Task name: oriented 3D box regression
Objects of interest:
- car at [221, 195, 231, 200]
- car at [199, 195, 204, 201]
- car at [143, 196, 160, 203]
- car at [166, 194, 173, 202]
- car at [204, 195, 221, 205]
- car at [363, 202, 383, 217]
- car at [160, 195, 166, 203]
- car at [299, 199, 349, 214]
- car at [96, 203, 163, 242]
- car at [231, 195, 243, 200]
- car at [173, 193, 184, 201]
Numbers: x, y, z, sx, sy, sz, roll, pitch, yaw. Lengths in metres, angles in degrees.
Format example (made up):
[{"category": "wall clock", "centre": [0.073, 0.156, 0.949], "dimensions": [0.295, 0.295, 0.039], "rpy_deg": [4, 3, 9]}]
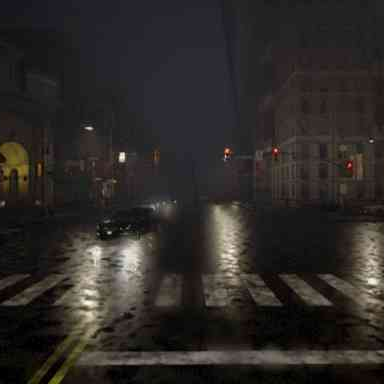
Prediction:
[{"category": "car", "centre": [8.264, 1.482, 94.484], "dimensions": [1.882, 1.535, 5.008], "rpy_deg": [0, 0, 38]}, {"category": "car", "centre": [3.314, 1.538, 85.495], "dimensions": [1.812, 1.442, 4.674], "rpy_deg": [0, 0, 22]}, {"category": "car", "centre": [-7.016, 1.610, 56.168], "dimensions": [1.895, 1.301, 4.718], "rpy_deg": [0, 0, 1]}, {"category": "car", "centre": [-6.444, 1.538, 75.958], "dimensions": [2.128, 1.511, 4.902], "rpy_deg": [0, 0, 7]}, {"category": "car", "centre": [3.630, 1.515, 60.218], "dimensions": [1.837, 1.490, 4.892], "rpy_deg": [0, 0, 0]}, {"category": "car", "centre": [18.338, 1.531, 30.676], "dimensions": [4.674, 1.442, 1.812], "rpy_deg": [0, 0, 0]}, {"category": "car", "centre": [-6.983, 1.502, 65.806], "dimensions": [2.128, 1.511, 4.902], "rpy_deg": [0, 0, 1]}, {"category": "car", "centre": [13.743, 1.498, 34.738], "dimensions": [4.902, 1.511, 2.128], "rpy_deg": [0, 0, 9]}, {"category": "car", "centre": [-2.953, 1.508, 16.607], "dimensions": [1.837, 1.490, 4.892], "rpy_deg": [-1, 0, 14]}, {"category": "car", "centre": [12.511, 1.516, 94.297], "dimensions": [1.837, 1.490, 4.892], "rpy_deg": [0, 0, 41]}, {"category": "car", "centre": [-3.971, 1.239, 86.023], "dimensions": [2.150, 2.045, 5.566], "rpy_deg": [0, 0, 19]}]
